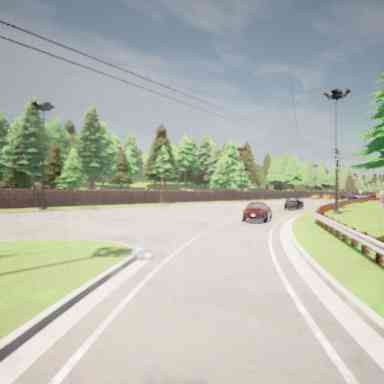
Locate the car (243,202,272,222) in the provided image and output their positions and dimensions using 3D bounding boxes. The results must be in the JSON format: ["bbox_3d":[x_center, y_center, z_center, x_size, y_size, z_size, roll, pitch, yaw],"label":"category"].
[{"bbox_3d":[5.198,1.520,26.257,1.812,1.442,4.674,0,0,20],"label":"car"}]

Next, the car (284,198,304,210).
[{"bbox_3d":[13.410,1.499,43.611,2.128,1.511,4.902,0,0,28],"label":"car"}]
